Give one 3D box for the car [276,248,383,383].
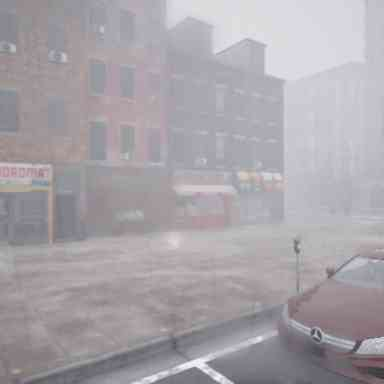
[{"bbox_3d":[3.115,1.566,5.033,4.206,1.307,1.802,0,0,-35],"label":"car"}]
